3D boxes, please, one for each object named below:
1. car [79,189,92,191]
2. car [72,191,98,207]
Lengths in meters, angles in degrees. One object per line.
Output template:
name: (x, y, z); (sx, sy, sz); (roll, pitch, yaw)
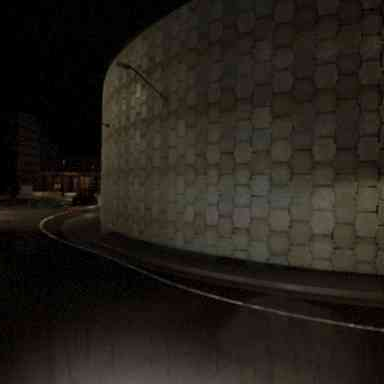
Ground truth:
car: (-22.239, 0.353, 69.048); (2.150, 2.045, 5.566); (1, 0, 3)
car: (-12.920, 0.968, 40.524); (1.882, 1.535, 5.008); (1, 0, 1)
